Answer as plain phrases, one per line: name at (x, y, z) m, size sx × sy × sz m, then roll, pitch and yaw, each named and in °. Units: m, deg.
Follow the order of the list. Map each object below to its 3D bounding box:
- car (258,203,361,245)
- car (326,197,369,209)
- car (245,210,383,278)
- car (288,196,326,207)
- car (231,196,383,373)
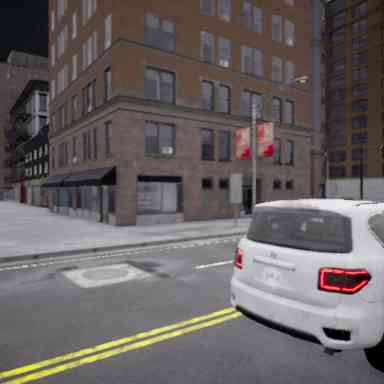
car at (5.620, 1.378, 15.654) m, size 4.902 × 1.511 × 2.128 m, roll 0°, pitch 0°, yaw -35°
car at (18.698, 1.266, 40.124) m, size 1.947 × 1.339 × 4.313 m, roll 0°, pitch 0°, yaw -35°
car at (4.092, 1.427, 10.587) m, size 4.892 × 1.490 × 1.837 m, roll 0°, pitch 0°, yaw -35°
car at (15.429, 1.252, 44.748) m, size 2.008 × 1.369 × 4.403 m, roll 0°, pitch 0°, yaw -35°
car at (3.189, 1.162, 5.717) m, size 5.566 × 2.045 × 2.150 m, roll 1°, pitch -1°, yaw -35°
